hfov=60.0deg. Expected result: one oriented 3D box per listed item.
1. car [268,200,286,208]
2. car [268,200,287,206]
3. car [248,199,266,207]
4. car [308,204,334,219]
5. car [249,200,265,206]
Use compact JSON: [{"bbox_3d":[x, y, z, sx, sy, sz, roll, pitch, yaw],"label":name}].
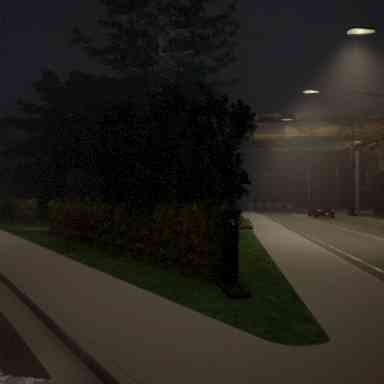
[{"bbox_3d":[17.563,2.374,68.404,2.038,1.542,4.974,1,-1,-14],"label":"car"},{"bbox_3d":[17.551,2.217,68.456,1.853,1.218,4.536,1,-1,-14],"label":"car"},{"bbox_3d":[13.457,2.354,69.139,2.038,1.542,4.974,0,-1,31],"label":"car"},{"bbox_3d":[13.738,2.039,35.518,1.812,1.442,4.674,0,-1,6],"label":"car"},{"bbox_3d":[13.484,2.197,69.186,1.853,1.218,4.536,0,-1,31],"label":"car"}]
